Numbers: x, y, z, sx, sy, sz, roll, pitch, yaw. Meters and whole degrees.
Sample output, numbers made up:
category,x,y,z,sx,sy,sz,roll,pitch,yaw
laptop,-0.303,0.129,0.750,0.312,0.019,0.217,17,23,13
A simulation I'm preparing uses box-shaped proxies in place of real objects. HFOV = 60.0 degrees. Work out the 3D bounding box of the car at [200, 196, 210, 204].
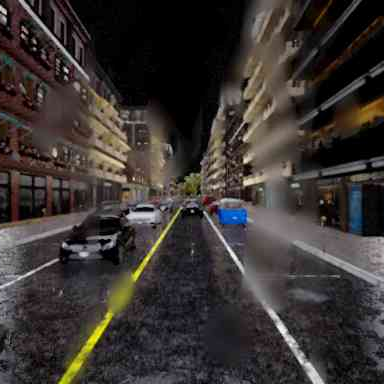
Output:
category,x,y,z,sx,sy,sz,roll,pitch,yaw
car,2.573,1.650,67.353,1.752,1.417,4.829,1,0,0

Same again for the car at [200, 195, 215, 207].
category,x,y,z,sx,sy,sz,roll,pitch,yaw
car,2.597,1.418,56.042,2.192,1.841,5.009,1,0,0

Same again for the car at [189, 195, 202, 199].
category,x,y,z,sx,sy,sz,roll,pitch,yaw
car,0.016,1.588,44.083,1.837,1.490,4.892,0,0,0

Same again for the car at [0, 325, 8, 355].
category,x,y,z,sx,sy,sz,roll,pitch,yaw
car,-3.101,1.552,1.593,2.033,1.411,5.357,0,0,0

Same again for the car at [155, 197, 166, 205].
category,x,y,z,sx,sy,sz,roll,pitch,yaw
car,-5.797,1.700,61.636,1.802,1.307,4.206,1,0,0

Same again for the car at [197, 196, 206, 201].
category,x,y,z,sx,sy,sz,roll,pitch,yaw
car,2.530,1.719,89.468,2.008,1.369,4.403,1,0,0

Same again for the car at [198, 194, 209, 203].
category,x,y,z,sx,sy,sz,roll,pitch,yaw
car,2.566,1.450,72.756,2.192,1.841,5.009,1,0,0

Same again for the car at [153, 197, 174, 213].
category,x,y,z,sx,sy,sz,roll,pitch,yaw
car,-3.094,1.565,38.275,2.128,1.511,4.902,0,0,0

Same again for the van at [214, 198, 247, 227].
category,x,y,z,sx,sy,sz,roll,pitch,yaw
van,2.661,1.381,22.617,1.690,1.788,3.998,1,0,0

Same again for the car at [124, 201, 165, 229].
category,x,y,z,sx,sy,sz,roll,pitch,yaw
car,-3.097,1.568,22.189,1.812,1.442,4.674,0,0,0

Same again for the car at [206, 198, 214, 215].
category,x,y,z,sx,sy,sz,roll,pitch,yaw
car,2.637,1.606,33.757,1.887,1.381,4.507,1,0,0

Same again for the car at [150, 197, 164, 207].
category,x,y,z,sx,sy,sz,roll,pitch,yaw
car,-5.786,1.652,56.066,1.887,1.381,4.507,1,0,0

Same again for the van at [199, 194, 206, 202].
category,x,y,z,sx,sy,sz,roll,pitch,yaw
van,2.544,1.498,83.897,1.690,1.788,3.998,1,0,0

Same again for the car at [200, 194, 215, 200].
category,x,y,z,sx,sy,sz,roll,pitch,yaw
car,2.608,1.407,50.471,2.192,1.841,5.009,1,0,0

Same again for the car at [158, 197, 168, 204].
category,x,y,z,sx,sy,sz,roll,pitch,yaw
car,-5.808,1.711,67.207,1.802,1.307,4.206,1,0,0

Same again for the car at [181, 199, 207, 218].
category,x,y,z,sx,sy,sz,roll,pitch,yaw
car,0.042,1.620,30.472,1.994,1.385,4.181,0,0,0

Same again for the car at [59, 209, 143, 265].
category,x,y,z,sx,sy,sz,roll,pitch,yaw
car,-3.115,1.550,11.942,1.812,1.442,4.674,0,0,0

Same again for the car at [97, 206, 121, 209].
category,x,y,z,sx,sy,sz,roll,pitch,yaw
car,-5.722,1.610,22.639,1.947,1.339,4.313,1,0,0
